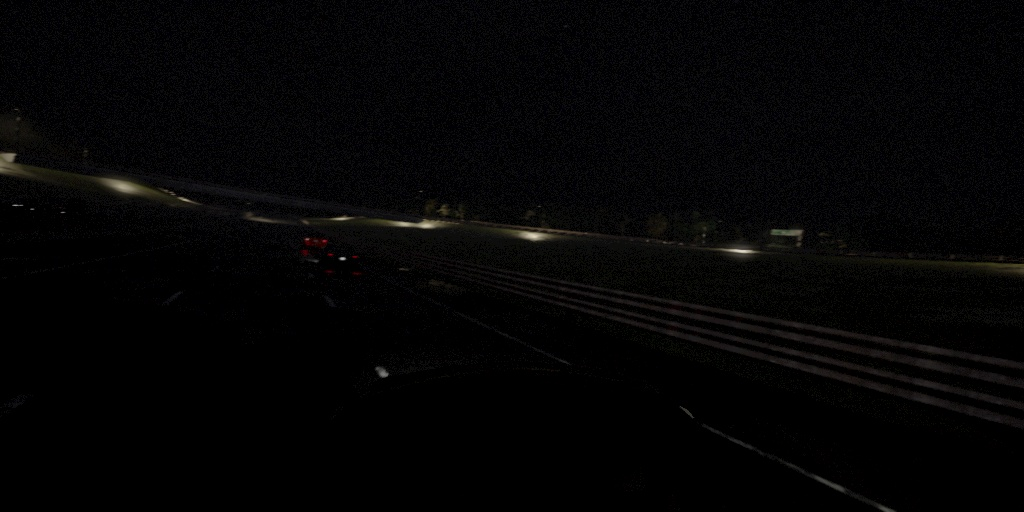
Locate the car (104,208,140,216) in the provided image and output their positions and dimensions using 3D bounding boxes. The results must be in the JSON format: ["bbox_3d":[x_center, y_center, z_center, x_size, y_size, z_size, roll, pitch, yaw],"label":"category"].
[{"bbox_3d":[-42.899,-4.482,39.515,2.128,1.511,4.902,7,1,-33],"label":"car"}]

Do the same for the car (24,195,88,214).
[{"bbox_3d":[-44.267,-4.844,35.278,2.150,2.045,5.566,7,1,-33],"label":"car"}]

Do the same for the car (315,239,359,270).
[{"bbox_3d":[-10.971,-0.030,22.649,1.994,1.385,4.181,7,1,-33],"label":"car"}]

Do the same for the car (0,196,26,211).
[{"bbox_3d":[-48.600,-5.142,35.517,1.837,1.490,4.892,7,2,-33],"label":"car"}]

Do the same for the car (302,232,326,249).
[{"bbox_3d":[-20.702,-1.679,37.580,2.097,1.767,4.553,7,1,-33],"label":"car"}]
